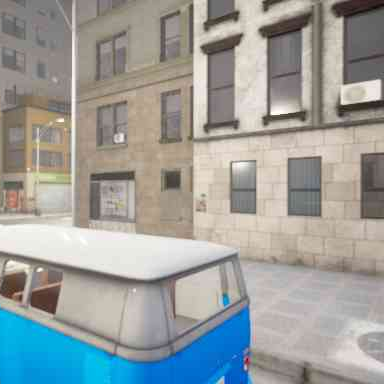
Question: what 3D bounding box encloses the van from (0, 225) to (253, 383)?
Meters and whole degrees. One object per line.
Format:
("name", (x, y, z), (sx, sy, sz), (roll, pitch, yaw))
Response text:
("van", (-1.321, 1.339, 3.737), (3.998, 1.788, 1.690), (0, 0, 35))
